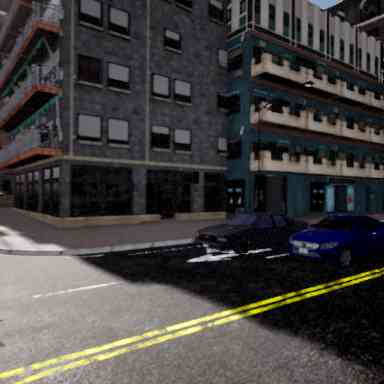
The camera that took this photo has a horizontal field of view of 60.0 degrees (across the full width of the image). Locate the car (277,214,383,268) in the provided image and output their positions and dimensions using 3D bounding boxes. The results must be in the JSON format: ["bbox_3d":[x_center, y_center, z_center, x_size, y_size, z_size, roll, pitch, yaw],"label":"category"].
[{"bbox_3d":[5.263,1.522,11.433,4.674,1.442,1.812,0,0,-35],"label":"car"}]

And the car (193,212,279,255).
[{"bbox_3d":[2.665,1.544,13.572,5.357,1.411,2.033,0,0,-36],"label":"car"}]
